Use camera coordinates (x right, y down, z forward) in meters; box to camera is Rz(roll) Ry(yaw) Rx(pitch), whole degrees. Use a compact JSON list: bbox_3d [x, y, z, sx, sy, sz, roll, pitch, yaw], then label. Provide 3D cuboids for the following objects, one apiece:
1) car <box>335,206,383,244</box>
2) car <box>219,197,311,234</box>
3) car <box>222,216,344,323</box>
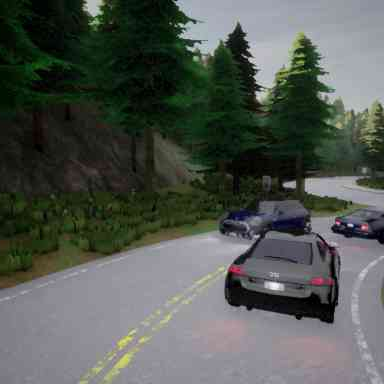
[{"bbox_3d":[8.583,1.371,14.942,5.357,1.411,2.033,-1,5,-33],"label":"car"},{"bbox_3d":[3.312,1.048,14.629,4.553,1.767,2.097,-1,5,-42],"label":"car"},{"bbox_3d":[2.205,1.532,7.417,1.994,1.385,4.181,2,1,24],"label":"car"}]
